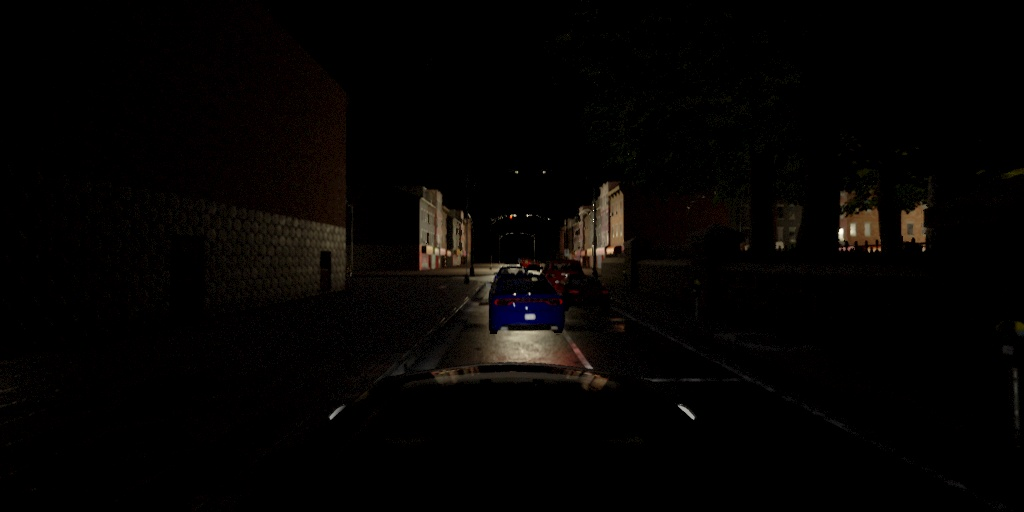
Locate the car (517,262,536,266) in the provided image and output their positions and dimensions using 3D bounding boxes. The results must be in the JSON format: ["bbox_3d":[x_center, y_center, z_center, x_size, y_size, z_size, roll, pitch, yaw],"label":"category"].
[{"bbox_3d":[0.066,1.251,18.543,1.882,1.535,5.008,0,0,1],"label":"car"}]

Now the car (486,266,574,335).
[{"bbox_3d":[0.248,1.238,10.641,1.882,1.535,5.008,0,0,-4],"label":"car"}]

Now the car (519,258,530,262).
[{"bbox_3d":[2.624,1.450,62.239,1.888,1.381,4.507,0,0,0],"label":"car"}]

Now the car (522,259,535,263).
[{"bbox_3d":[2.628,1.390,45.927,1.888,1.381,4.507,0,0,0],"label":"car"}]

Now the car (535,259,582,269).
[{"bbox_3d":[2.634,1.090,19.498,2.192,1.841,5.009,0,0,0],"label":"car"}]

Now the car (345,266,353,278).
[{"bbox_3d":[-16.257,1.112,31.053,4.553,1.767,2.097,0,-1,0],"label":"car"}]

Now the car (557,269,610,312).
[{"bbox_3d":[2.635,1.348,14.049,1.802,1.307,4.207,0,0,0],"label":"car"}]
